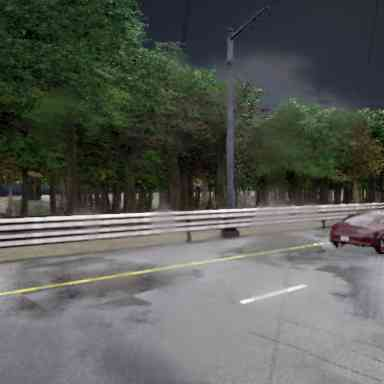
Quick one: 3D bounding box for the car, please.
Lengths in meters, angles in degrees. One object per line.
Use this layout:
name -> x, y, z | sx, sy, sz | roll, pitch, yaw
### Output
car -> 7.376, 1.506, 13.321 | 4.674, 1.442, 1.812 | 0, 0, -36
